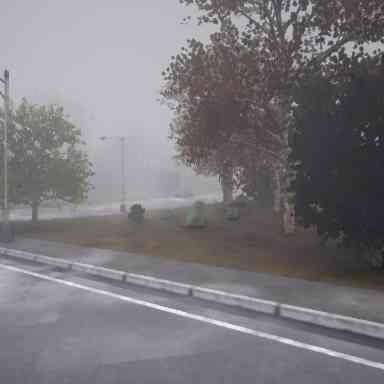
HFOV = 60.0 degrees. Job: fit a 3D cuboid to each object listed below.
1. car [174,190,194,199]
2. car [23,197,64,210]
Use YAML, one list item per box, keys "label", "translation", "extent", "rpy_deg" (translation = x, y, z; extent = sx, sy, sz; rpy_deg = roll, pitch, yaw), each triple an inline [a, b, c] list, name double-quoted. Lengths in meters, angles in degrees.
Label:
- label: "car"
  translation: [-1.448, 0.395, 62.456]
  extent: [1.994, 1.385, 4.181]
  rpy_deg: [0, 3, 39]
- label: "car"
  translation: [-18.415, 1.425, 41.433]
  extent: [2.128, 1.511, 4.902]
  rpy_deg: [0, 1, 39]
